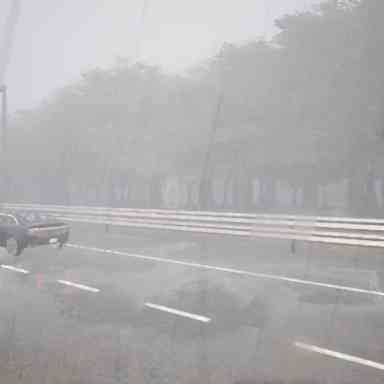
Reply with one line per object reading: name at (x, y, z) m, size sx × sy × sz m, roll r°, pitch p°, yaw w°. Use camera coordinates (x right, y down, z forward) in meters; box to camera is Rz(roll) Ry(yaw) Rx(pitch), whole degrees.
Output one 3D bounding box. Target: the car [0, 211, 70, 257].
car at (-6.831, 1.491, 13.055) m, size 4.902 × 1.511 × 2.128 m, roll 0°, pitch 0°, yaw 36°
